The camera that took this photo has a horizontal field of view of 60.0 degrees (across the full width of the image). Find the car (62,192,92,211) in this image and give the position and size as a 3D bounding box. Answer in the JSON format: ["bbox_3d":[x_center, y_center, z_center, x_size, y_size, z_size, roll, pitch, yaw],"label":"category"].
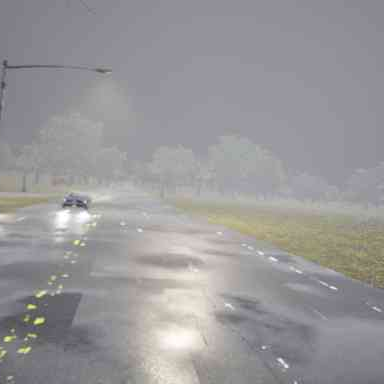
[{"bbox_3d":[-9.019,0.659,26.381,1.895,1.301,4.718,5,0,-13],"label":"car"}]
